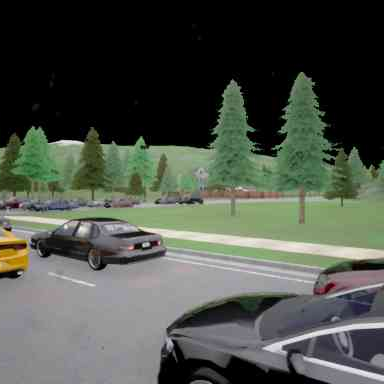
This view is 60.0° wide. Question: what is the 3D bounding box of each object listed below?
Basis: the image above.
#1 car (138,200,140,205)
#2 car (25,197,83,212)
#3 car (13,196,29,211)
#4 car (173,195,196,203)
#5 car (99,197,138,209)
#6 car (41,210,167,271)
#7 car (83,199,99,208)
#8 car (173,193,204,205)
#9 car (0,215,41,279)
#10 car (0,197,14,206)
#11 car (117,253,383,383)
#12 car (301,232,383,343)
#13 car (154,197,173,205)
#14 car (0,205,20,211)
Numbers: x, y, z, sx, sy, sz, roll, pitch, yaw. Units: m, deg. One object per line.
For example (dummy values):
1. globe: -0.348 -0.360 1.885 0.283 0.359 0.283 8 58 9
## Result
1. car: -10.772 1.563 55.909 1.994 1.385 4.181 0 0 39
2. car: -15.789 1.547 38.379 2.033 1.411 5.357 0 0 38
3. car: -18.477 1.491 40.624 2.128 1.511 4.902 0 0 39
4. car: -1.468 1.477 67.496 1.882 1.535 5.008 0 0 39
5. car: -10.036 1.564 45.607 1.994 1.385 4.181 0 0 39
6. car: -3.284 1.547 10.995 5.357 1.411 2.033 0 0 38
7. car: -12.707 1.601 47.870 1.895 1.301 4.718 0 0 39
8. car: -0.202 1.219 57.948 2.150 2.045 5.566 0 0 39
9. car: -6.294 1.478 8.903 5.008 1.535 1.882 0 0 38
10. car: -22.006 1.352 41.808 2.097 1.767 4.553 0 0 39
11. car: 1.859 1.492 2.585 4.902 1.511 2.128 0 0 38
12. car: 4.141 1.564 5.236 4.181 1.385 1.994 0 0 38
13. car: -4.689 1.564 57.932 1.994 1.385 4.181 0 0 38
14. car: -11.265 1.547 17.142 5.357 1.411 2.033 0 0 38
